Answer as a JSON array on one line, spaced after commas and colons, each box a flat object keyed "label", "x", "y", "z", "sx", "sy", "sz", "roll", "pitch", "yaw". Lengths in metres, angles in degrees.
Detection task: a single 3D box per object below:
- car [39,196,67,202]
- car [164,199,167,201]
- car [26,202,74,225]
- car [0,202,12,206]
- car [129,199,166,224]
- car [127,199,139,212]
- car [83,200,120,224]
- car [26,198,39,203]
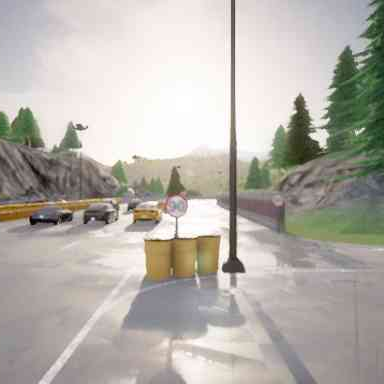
[{"label": "car", "x": -21.365, "y": 1.748, "z": 51.912, "sx": 2.128, "sy": 1.511, "sz": 4.902, "roll": 0, "pitch": 0, "yaw": 0}, {"label": "car", "x": -3.633, "y": 1.698, "z": 44.372, "sx": 1.882, "sy": 1.535, "sz": 5.008, "roll": 0, "pitch": 0, "yaw": -1}, {"label": "car", "x": -10.439, "y": 1.688, "z": 25.056, "sx": 1.994, "sy": 1.385, "sz": 4.181, "roll": 0, "pitch": 0, "yaw": 0}, {"label": "car", "x": -21.163, "y": 1.780, "z": 36.491, "sx": 1.895, "sy": 1.301, "sz": 4.718, "roll": 0, "pitch": 0, "yaw": 0}, {"label": "car", "x": -3.444, "y": 1.609, "z": 26.438, "sx": 1.882, "sy": 1.535, "sz": 5.008, "roll": 0, "pitch": 0, "yaw": 0}, {"label": "car", "x": -7.112, "y": 1.717, "z": 42.836, "sx": 1.837, "sy": 1.490, "sz": 4.892, "roll": 0, "pitch": 0, "yaw": -1}, {"label": "car", "x": -6.940, "y": 1.632, "z": 25.691, "sx": 1.837, "sy": 1.490, "sz": 4.892, "roll": 0, "pitch": 0, "yaw": 0}, {"label": "car", "x": -28.365, "y": 1.791, "z": 60.701, "sx": 1.882, "sy": 1.535, "sz": 5.008, "roll": 0, "pitch": 0, "yaw": 0}]
